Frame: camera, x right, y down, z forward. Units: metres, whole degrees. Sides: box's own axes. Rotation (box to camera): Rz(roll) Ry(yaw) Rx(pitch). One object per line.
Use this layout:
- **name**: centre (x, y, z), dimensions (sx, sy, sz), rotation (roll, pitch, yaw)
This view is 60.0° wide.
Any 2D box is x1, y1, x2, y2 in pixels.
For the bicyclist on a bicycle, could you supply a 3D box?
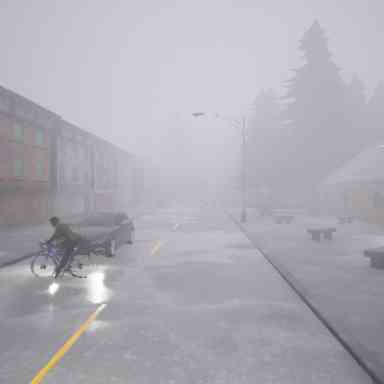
- **bicyclist on a bicycle**: centre (-3.354, 1.454, 8.554), dimensions (1.656, 1.620, 0.582), rotation (-2, 0, 3)

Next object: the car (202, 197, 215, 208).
- **car**: centre (2.384, 1.526, 48.463), dimensions (1.812, 1.442, 4.674), rotation (0, 0, 3)

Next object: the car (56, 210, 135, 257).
- **car**: centre (-3.541, 1.502, 12.974), dimensions (1.837, 1.490, 4.892), rotation (0, 1, 3)
